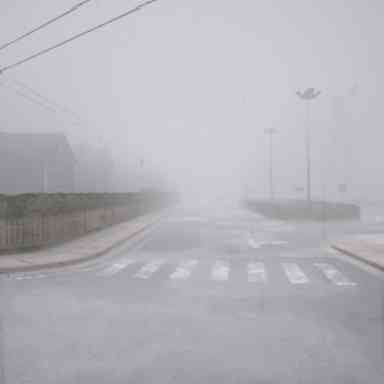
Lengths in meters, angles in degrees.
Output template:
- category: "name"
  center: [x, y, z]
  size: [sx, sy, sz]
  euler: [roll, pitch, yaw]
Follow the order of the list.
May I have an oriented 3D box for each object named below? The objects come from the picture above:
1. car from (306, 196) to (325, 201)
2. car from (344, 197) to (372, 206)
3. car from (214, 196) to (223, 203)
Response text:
- category: "car"
  center: [20.748, 1.535, 57.381]
  size: [1.837, 1.490, 4.892]
  euler: [1, 0, -18]
- category: "car"
  center: [26.915, 1.535, 54.003]
  size: [3.905, 1.438, 1.784]
  euler: [0, 0, 2]
- category: "car"
  center: [5.518, 1.563, 69.017]
  size: [2.128, 1.511, 4.902]
  euler: [0, 0, 3]
